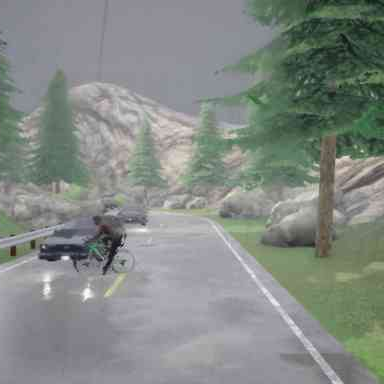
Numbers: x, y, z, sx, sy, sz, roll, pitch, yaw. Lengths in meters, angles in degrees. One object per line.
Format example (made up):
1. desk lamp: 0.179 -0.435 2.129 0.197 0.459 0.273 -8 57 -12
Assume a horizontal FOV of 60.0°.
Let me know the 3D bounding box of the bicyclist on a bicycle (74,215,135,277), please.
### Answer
1. bicyclist on a bicycle: -2.381 1.455 9.002 1.656 1.620 0.582 -2 0 -1

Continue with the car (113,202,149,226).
1. car: -4.063 1.505 23.337 1.837 1.490 4.892 0 0 -4

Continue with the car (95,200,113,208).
1. car: -11.654 1.601 41.827 4.718 1.301 1.895 0 0 29

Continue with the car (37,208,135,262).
1. car: -3.719 1.547 12.402 2.033 1.411 5.357 0 0 0
